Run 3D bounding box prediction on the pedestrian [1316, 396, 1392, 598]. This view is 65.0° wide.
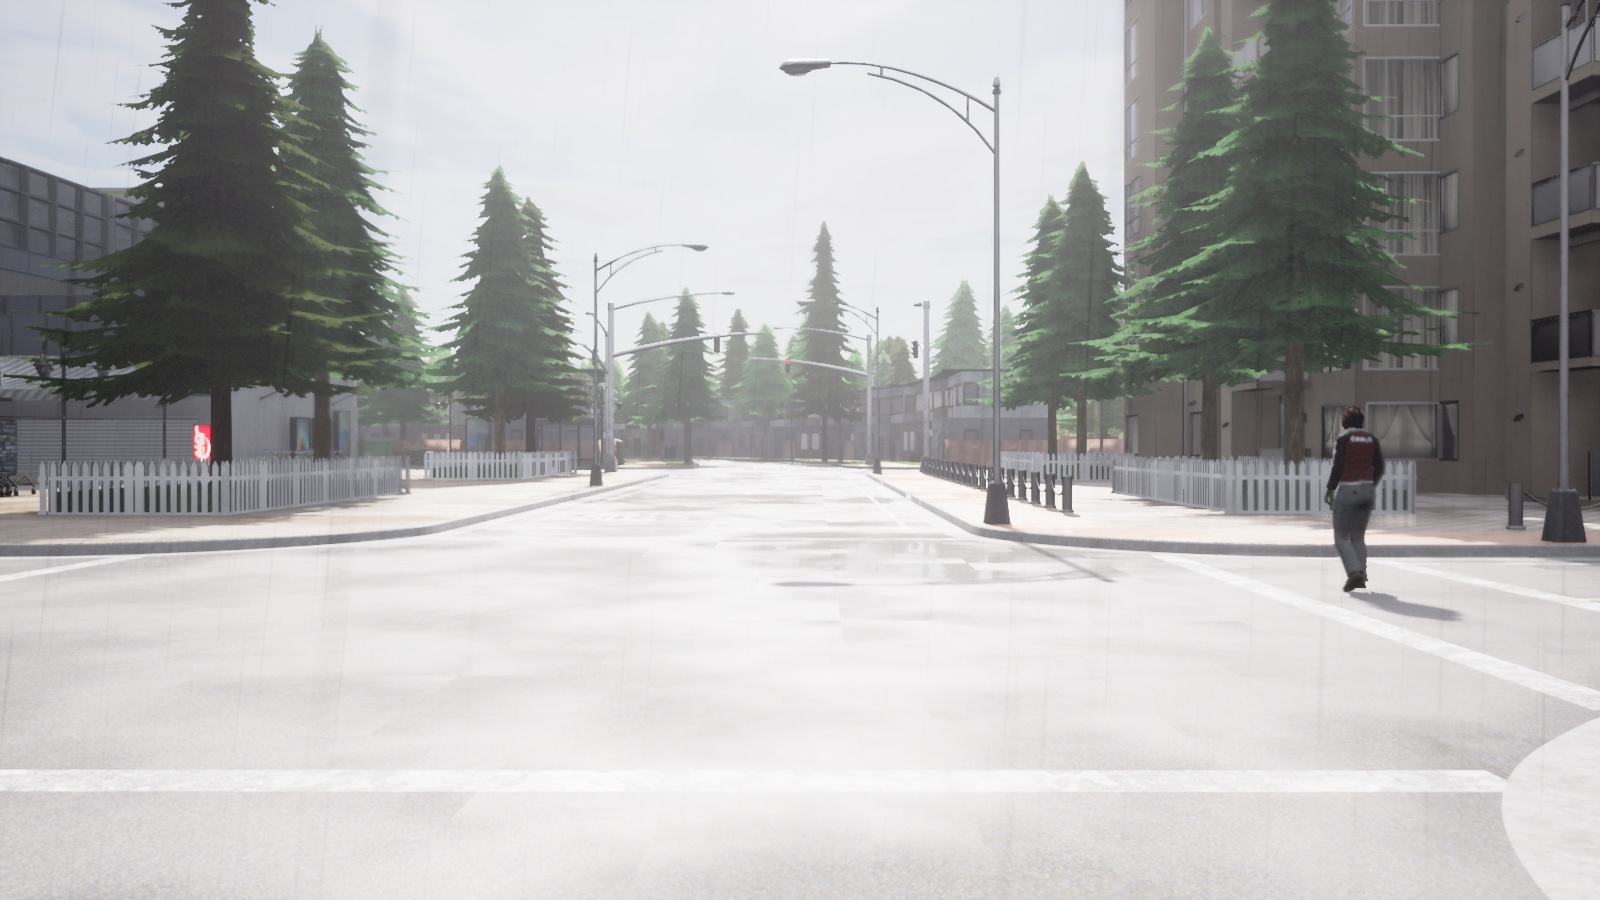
[{"bbox_3d":[5.457,0.449,12.388,0.402,1.930,0.666,0,0,-7],"label":"pedestrian"}]
